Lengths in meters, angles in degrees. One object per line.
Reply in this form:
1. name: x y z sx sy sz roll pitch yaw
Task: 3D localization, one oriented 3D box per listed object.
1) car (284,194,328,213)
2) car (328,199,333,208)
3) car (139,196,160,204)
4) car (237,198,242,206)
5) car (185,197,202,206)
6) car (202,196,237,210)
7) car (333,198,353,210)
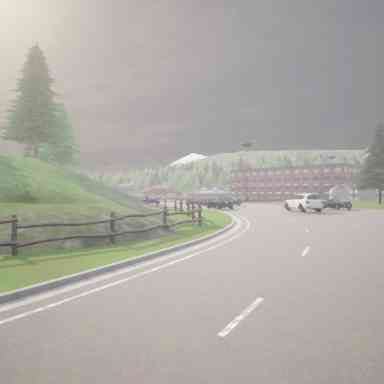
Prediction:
1. car: 12.496 1.222 37.560 2.150 2.045 5.566 0 0 -11
2. car: 15.077 1.547 42.750 2.033 1.411 5.357 0 0 -17
3. car: -7.766 1.478 60.270 1.882 1.535 5.008 0 0 -42
4. car: 6.074 1.526 53.950 1.812 1.442 4.674 0 0 -34
5. car: 0.655 1.564 55.561 1.994 1.385 4.181 0 0 -37
6. car: 3.508 1.352 43.558 2.097 1.767 4.553 0 0 -22
7. car: 18.556 1.526 42.697 1.812 1.442 4.674 0 0 -13
